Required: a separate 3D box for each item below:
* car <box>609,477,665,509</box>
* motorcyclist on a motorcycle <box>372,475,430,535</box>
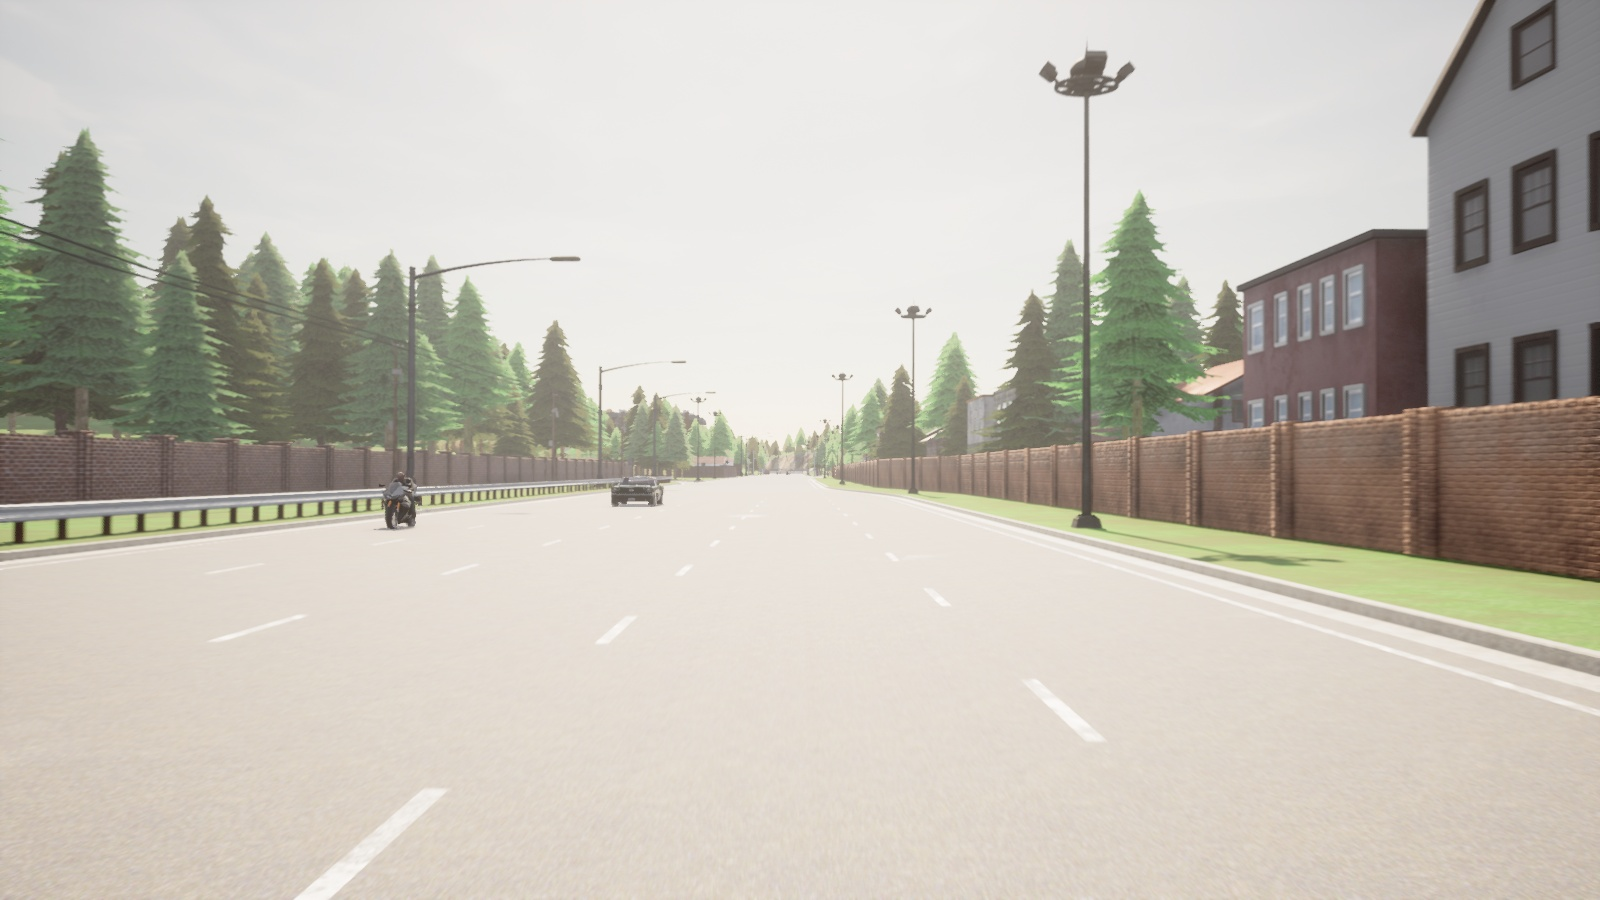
[{"bbox_3d":[-7.135,1.868,55.418,1.895,1.301,4.718,0,-1,0],"label":"car"},{"bbox_3d":[-10.581,1.449,33.398,0.866,1.530,2.191,0,-1,0],"label":"motorcyclist on a motorcycle"}]
